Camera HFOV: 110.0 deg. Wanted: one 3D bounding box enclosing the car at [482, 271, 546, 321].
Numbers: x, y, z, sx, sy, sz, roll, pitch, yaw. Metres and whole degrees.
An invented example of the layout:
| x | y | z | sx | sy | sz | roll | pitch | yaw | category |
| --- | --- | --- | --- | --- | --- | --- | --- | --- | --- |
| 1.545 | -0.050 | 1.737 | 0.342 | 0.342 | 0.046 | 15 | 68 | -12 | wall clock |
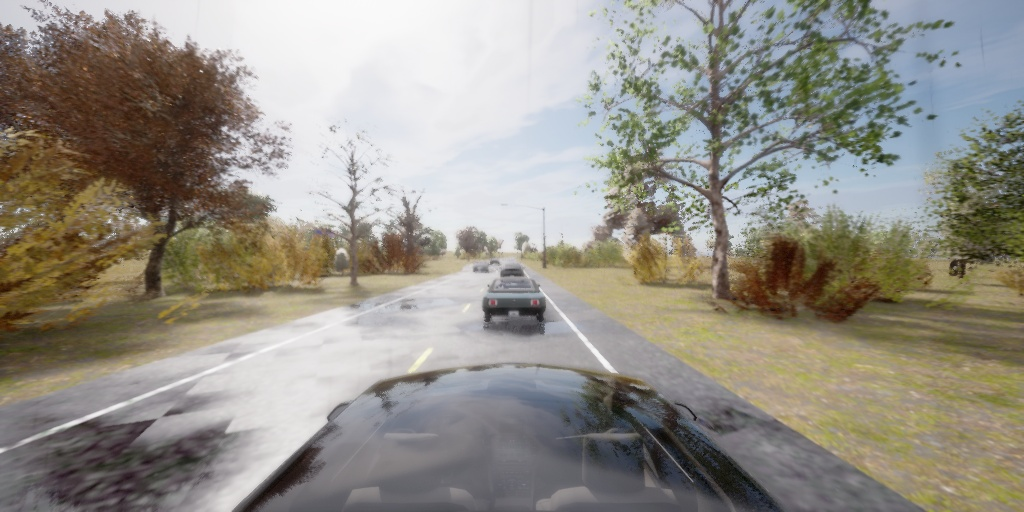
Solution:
| x | y | z | sx | sy | sz | roll | pitch | yaw | category |
| --- | --- | --- | --- | --- | --- | --- | --- | --- | --- |
| 0.064 | 1.374 | 12.541 | 1.895 | 1.301 | 4.718 | 0 | 0 | 0 | car |

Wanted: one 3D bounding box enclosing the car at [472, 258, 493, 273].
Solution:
| x | y | z | sx | sy | sz | roll | pitch | yaw | category |
| --- | --- | --- | --- | --- | --- | --- | --- | --- | --- |
| -3.868 | 1.318 | 45.063 | 2.128 | 1.511 | 4.902 | 0 | 0 | -2 | car |

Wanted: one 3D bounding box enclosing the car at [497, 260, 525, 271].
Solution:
| x | y | z | sx | sy | sz | roll | pitch | yaw | category |
| --- | --- | --- | --- | --- | --- | --- | --- | --- | --- |
| 0.004 | 1.312 | 29.456 | 1.837 | 1.490 | 4.892 | 0 | 0 | 0 | car |
